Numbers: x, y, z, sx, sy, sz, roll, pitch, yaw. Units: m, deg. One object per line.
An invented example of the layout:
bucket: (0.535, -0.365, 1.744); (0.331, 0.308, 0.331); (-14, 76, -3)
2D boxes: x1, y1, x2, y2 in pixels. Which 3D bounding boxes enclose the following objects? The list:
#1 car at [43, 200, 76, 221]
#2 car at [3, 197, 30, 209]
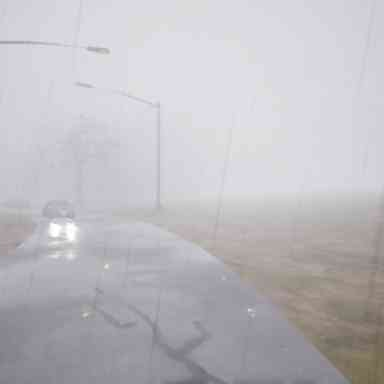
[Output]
car: (-10.410, 1.367, 25.947); (2.128, 1.511, 4.902); (1, 0, -31)
car: (-25.388, 1.559, 48.082); (4.553, 1.767, 2.097); (-1, -1, 38)
